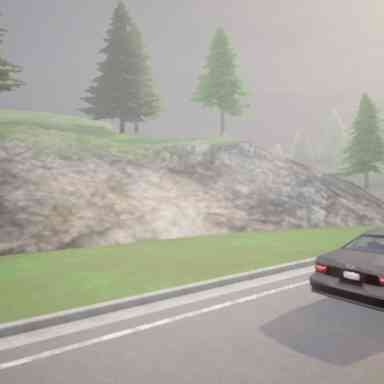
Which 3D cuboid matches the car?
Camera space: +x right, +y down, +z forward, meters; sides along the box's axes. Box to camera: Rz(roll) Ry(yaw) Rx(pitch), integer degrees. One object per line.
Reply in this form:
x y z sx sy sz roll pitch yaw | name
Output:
4.770 1.443 7.149 5.357 1.411 2.033 -1 1 -36 | car
